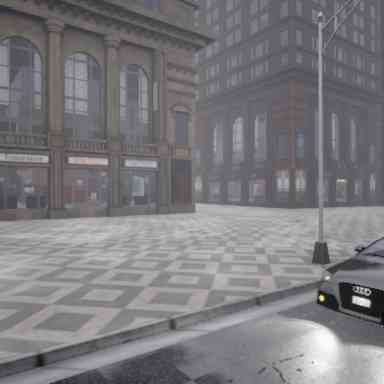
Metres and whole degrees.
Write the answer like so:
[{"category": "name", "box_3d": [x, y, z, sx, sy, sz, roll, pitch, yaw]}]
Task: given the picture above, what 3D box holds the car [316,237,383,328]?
[{"category": "car", "box_3d": [4.322, 1.566, 6.460, 4.181, 1.385, 1.994, 0, 0, -35]}]
